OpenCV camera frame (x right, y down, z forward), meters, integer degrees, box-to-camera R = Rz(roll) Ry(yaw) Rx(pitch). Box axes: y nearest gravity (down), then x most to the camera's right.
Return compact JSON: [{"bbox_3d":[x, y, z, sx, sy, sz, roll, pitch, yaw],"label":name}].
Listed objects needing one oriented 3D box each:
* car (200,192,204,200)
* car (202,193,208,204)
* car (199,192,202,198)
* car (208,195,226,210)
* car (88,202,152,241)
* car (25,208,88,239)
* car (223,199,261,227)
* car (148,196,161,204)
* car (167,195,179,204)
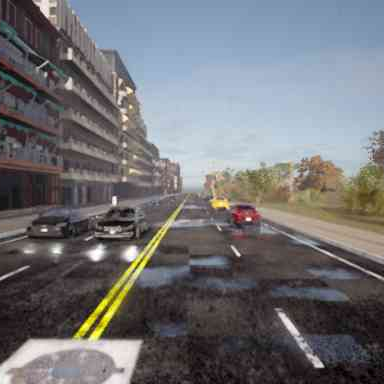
[{"bbox_3d":[3.243,1.318,69.933,1.994,1.385,4.181,0,0,0],"label":"car"},{"bbox_3d":[3.244,1.293,58.933,1.837,1.490,4.892,0,0,0],"label":"car"},{"bbox_3d":[3.241,1.177,81.123,1.801,1.575,5.366,0,0,0],"label":"car"},{"bbox_3d":[3.346,1.327,40.973,1.882,1.535,5.008,0,0,0],"label":"car"},{"bbox_3d":[-3.345,1.442,16.399,1.837,1.490,4.892,0,0,0],"label":"car"},{"bbox_3d":[-6.594,1.499,16.806,1.994,1.385,4.181,0,0,0],"label":"car"},{"bbox_3d":[3.347,1.444,22.006,1.812,1.442,4.674,0,0,0],"label":"car"},{"bbox_3d":[-6.525,1.339,58.552,2.033,1.411,5.357,0,0,1],"label":"car"},{"bbox_3d":[-3.282,1.291,58.659,1.837,1.490,4.892,0,0,1],"label":"car"}]
